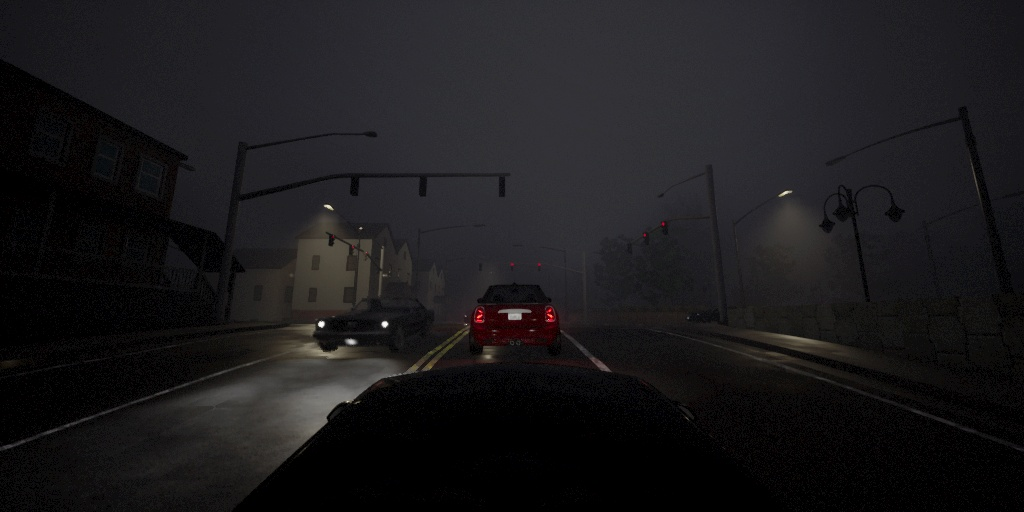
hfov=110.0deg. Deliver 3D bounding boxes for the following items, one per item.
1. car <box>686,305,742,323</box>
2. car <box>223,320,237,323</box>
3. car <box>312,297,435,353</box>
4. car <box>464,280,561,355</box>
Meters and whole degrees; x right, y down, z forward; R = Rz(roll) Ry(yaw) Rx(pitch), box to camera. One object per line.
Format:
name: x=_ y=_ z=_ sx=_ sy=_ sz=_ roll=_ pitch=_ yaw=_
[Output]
car: x=16.327 y=4.618 z=28.244 sx=4.902 sy=1.511 sz=2.128 roll=0 pitch=-10 yaw=1
car: x=-19.877 y=5.149 z=24.876 sx=5.008 sy=1.535 sz=1.882 roll=-9 pitch=-10 yaw=0
car: x=-3.601 y=1.844 z=10.269 sx=1.895 sy=1.301 sz=4.718 roll=0 pitch=-6 yaw=0
car: x=0.067 y=1.563 z=10.026 sx=2.097 sy=1.767 sz=4.553 roll=-1 pitch=-6 yaw=0
